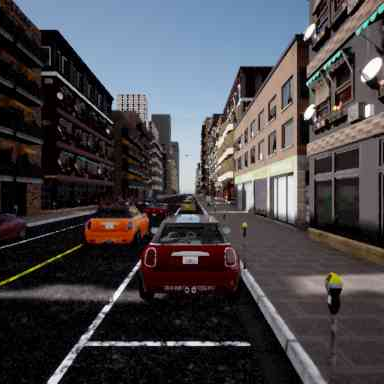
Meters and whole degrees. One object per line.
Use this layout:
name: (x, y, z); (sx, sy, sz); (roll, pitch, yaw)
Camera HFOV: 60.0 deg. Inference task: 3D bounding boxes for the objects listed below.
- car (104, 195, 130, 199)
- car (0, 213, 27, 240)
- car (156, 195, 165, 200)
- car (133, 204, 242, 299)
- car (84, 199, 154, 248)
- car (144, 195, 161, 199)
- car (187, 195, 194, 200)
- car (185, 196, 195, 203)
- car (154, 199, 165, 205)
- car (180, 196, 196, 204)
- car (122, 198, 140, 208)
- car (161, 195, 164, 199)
car: (-8.833, 1.314, 37.157); (2.192, 1.841, 5.009); (0, 0, 0)
car: (-8.835, 1.583, 14.612); (1.802, 1.307, 4.206); (0, 0, 0)
car: (-8.834, 1.539, 93.519); (2.008, 1.369, 4.403); (0, 0, 0)
car: (-0.032, 1.353, 8.619); (2.097, 1.767, 4.553); (0, 0, 0)
car: (-3.144, 1.351, 14.824); (2.097, 1.767, 4.553); (0, 0, 0)
car: (-6.149, 1.491, 48.183); (2.128, 1.511, 4.902); (0, 0, 0)
car: (-0.452, 1.513, 93.685); (1.752, 1.417, 4.829); (0, 0, 0)
car: (-0.453, 1.545, 70.970); (2.008, 1.369, 4.403); (0, 0, 0)
car: (-3.143, 1.601, 29.851); (1.895, 1.301, 4.718); (0, 0, 0)
car: (-0.454, 1.524, 37.323); (1.752, 1.417, 4.829); (0, 0, 0)
car: (-8.834, 1.543, 48.430); (1.887, 1.381, 4.507); (0, 0, 0)
car: (-8.834, 1.540, 87.882); (2.008, 1.369, 4.403); (0, 0, 0)
